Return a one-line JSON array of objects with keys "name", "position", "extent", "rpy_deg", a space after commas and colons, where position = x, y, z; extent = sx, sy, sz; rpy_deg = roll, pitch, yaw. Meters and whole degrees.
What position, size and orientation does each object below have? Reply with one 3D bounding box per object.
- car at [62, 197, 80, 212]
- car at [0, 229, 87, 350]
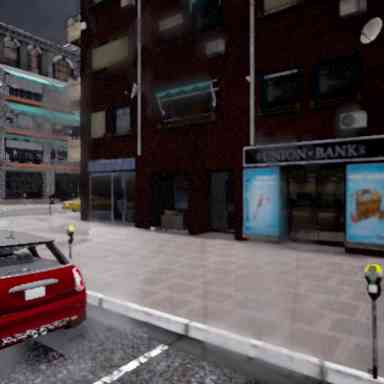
[{"name": "car", "position": [-8.038, 0.877, 26.856], "extent": [1.752, 1.417, 4.829], "rpy_deg": [1, 1, 36]}, {"name": "car", "position": [-3.659, 1.330, 5.526], "extent": [4.097, 1.590, 1.967], "rpy_deg": [1, 0, 35]}]
